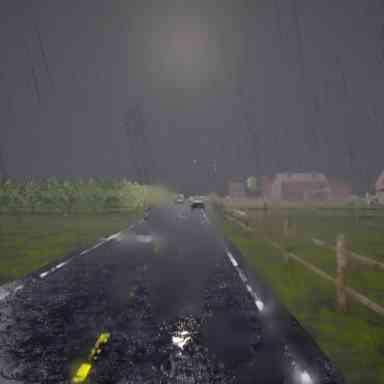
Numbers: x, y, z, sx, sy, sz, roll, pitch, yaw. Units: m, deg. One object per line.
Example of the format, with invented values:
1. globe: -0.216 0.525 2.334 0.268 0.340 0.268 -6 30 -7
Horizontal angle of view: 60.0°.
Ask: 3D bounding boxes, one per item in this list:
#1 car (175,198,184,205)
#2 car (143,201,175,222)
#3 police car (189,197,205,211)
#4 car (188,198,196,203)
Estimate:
1. car: -2.723 2.011 69.029 1.994 1.385 4.181 0 0 0
2. car: -2.838 1.705 27.963 2.033 1.411 5.357 0 0 0
3. police car: 0.843 1.723 46.181 1.930 1.638 5.238 0 0 0
4. car: 0.033 2.039 81.526 1.895 1.301 4.718 0 -1 0
